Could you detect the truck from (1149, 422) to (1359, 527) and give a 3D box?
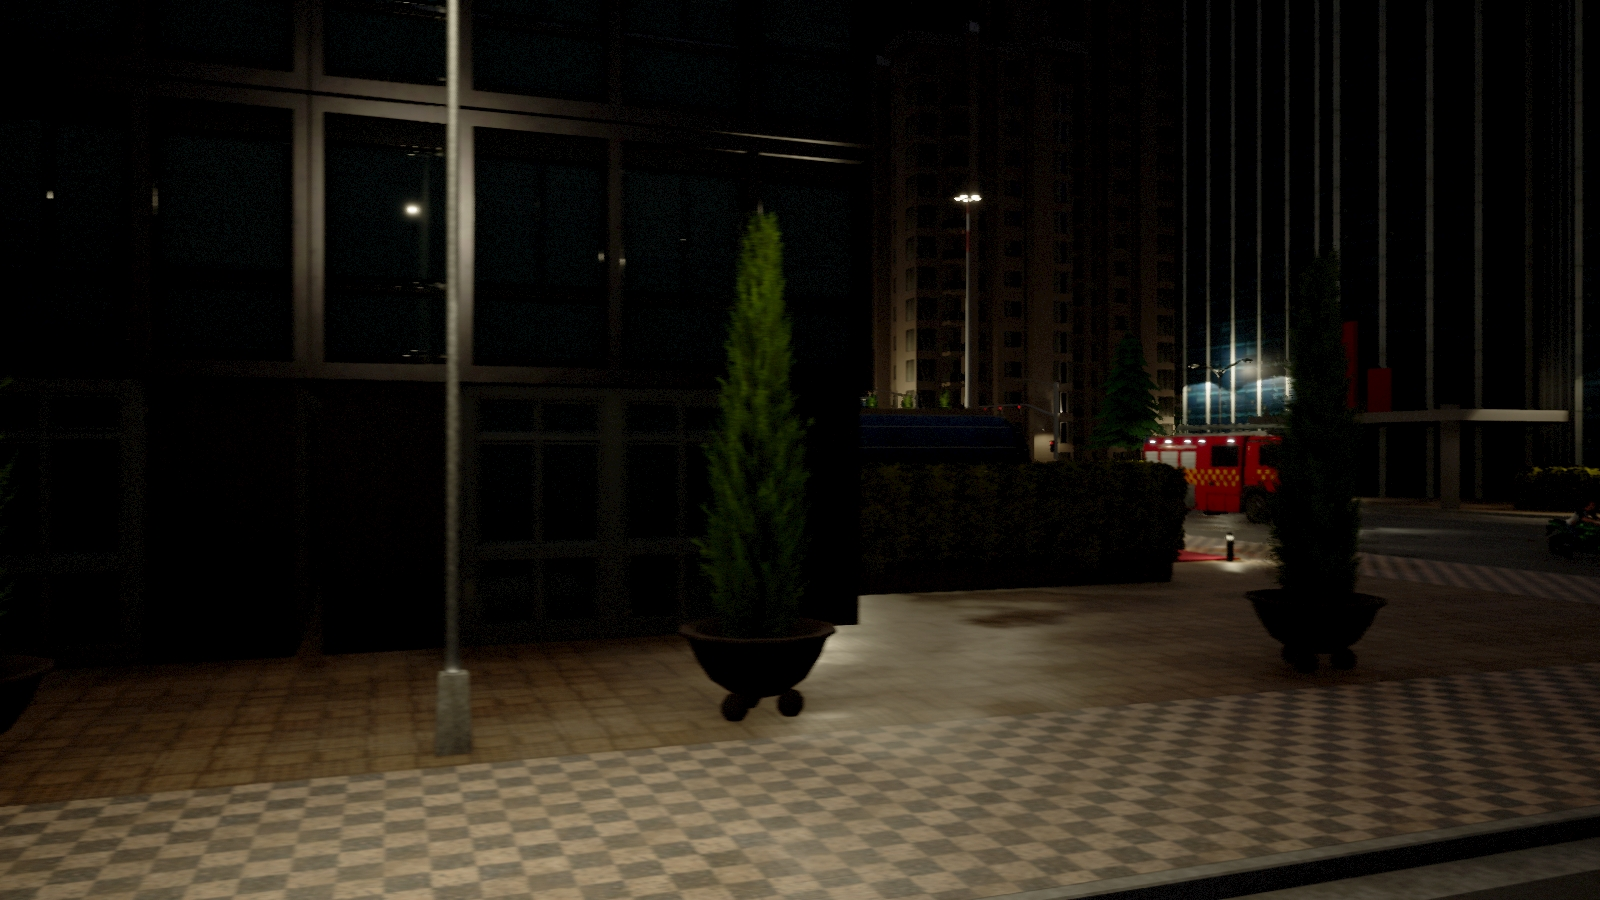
[{"bbox_3d":[17.881,0.890,45.817,2.891,3.827,8.468,0,0,-20],"label":"truck"}]
